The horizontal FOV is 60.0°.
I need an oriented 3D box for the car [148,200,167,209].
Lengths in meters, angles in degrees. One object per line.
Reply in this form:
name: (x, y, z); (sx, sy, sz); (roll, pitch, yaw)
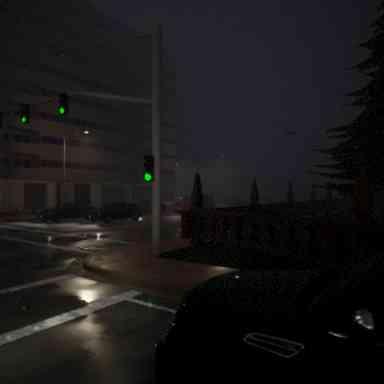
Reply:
car: (-4.468, 1.549, 33.895); (1.812, 1.442, 4.674); (0, 0, 35)

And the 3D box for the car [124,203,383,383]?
car: (2.272, 1.222, 2.240); (5.566, 2.045, 2.150); (0, 0, 37)

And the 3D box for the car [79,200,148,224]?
car: (-5.912, 1.533, 25.703); (1.837, 1.490, 4.892); (0, 0, 35)

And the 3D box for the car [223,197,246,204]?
car: (6.431, 1.530, 49.538); (1.837, 1.490, 4.892); (0, -1, 35)

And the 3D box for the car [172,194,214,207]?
car: (0.260, 1.250, 34.585); (2.150, 2.045, 5.566); (0, 0, 35)

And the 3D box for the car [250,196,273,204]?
car: (10.251, 1.379, 48.880); (2.097, 1.767, 4.553); (0, 0, 35)

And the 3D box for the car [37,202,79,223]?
car: (-9.764, 1.549, 26.294); (1.812, 1.442, 4.674); (0, 0, 35)
